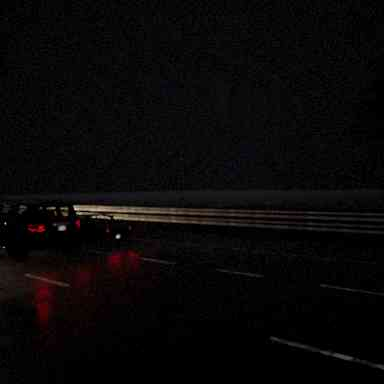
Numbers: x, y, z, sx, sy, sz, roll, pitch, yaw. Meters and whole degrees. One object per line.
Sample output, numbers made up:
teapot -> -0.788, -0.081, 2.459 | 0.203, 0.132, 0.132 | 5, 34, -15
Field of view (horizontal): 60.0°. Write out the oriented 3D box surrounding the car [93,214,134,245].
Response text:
car -> -5.094, 1.715, 16.118 | 4.718, 1.301, 1.895 | -1, 0, 36

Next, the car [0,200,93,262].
car -> -6.597, 1.333, 12.884 | 5.566, 2.045, 2.150 | 0, 0, 36
